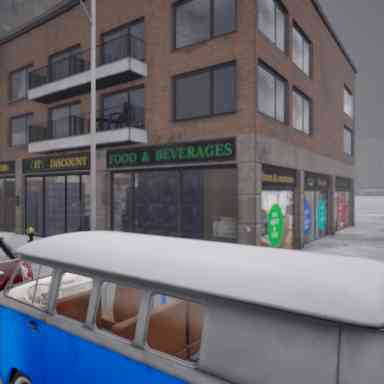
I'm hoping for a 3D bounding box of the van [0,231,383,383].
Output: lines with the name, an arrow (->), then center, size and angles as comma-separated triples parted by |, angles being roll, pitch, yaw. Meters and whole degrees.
van -> -0.190, 1.341, 2.979 | 3.998, 1.788, 1.690 | 0, 0, 35
